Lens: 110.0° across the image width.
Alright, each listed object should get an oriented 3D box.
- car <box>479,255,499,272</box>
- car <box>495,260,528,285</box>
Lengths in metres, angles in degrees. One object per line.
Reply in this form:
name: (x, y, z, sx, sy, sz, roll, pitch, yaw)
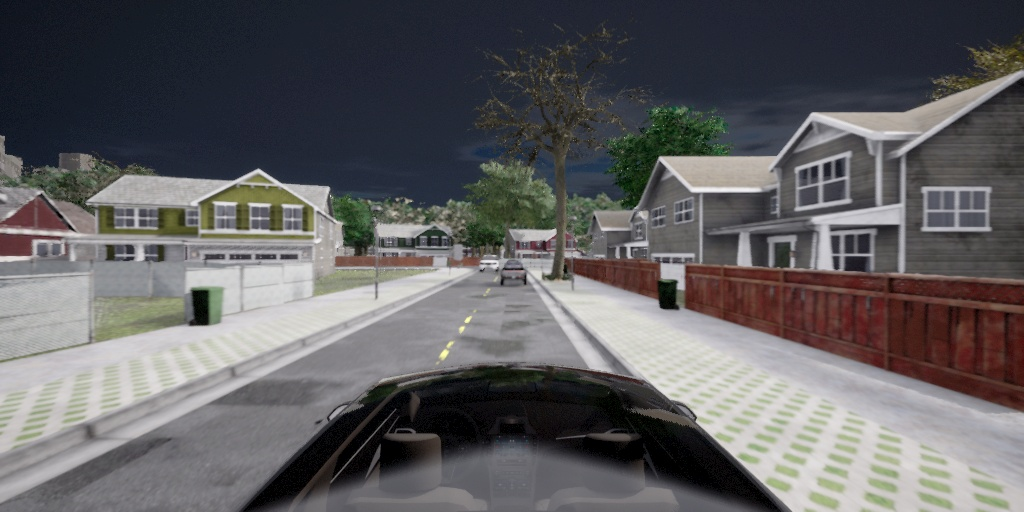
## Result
car: (-2.735, 0.893, 44.020, 2.150, 2.045, 5.566, 0, 0, 0)
car: (0.114, 1.204, 25.811, 2.128, 1.511, 4.902, 0, 0, 0)
